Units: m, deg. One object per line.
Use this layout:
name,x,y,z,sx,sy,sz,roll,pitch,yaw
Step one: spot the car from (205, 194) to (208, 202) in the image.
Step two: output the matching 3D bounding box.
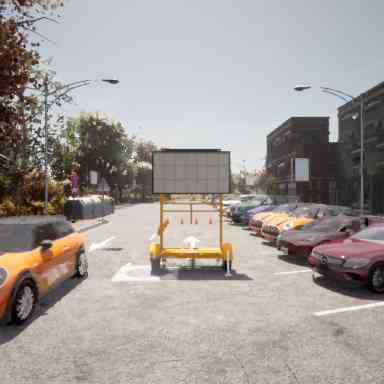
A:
car,5.135,1.613,59.608,5.366,1.575,1.946,1,0,-20

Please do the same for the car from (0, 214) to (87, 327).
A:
car,-3.869,1.353,7.061,2.097,1.767,4.553,0,0,0

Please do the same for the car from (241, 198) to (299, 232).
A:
car,5.323,1.369,17.638,4.553,1.767,2.185,1,0,-20

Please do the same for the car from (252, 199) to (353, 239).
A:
car,5.321,1.366,14.637,4.553,1.767,2.185,1,0,-20

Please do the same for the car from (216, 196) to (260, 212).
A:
car,5.286,1.414,38.643,4.553,1.767,2.185,1,0,-20

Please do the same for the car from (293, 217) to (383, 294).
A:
car,5.291,1.527,8.625,4.674,1.452,2.002,1,0,-20

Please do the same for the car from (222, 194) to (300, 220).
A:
car,5.286,1.252,23.613,5.566,2.045,2.435,1,0,-20

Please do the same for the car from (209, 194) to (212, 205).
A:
car,5.358,1.447,47.662,4.553,1.767,2.185,1,0,-20

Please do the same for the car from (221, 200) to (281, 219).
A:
car,5.276,1.545,29.628,4.792,1.488,2.163,1,0,-20

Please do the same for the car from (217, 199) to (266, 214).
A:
car,5.288,1.560,35.629,4.792,1.488,2.163,1,0,-20

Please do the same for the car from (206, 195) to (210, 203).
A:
car,5.315,1.583,50.664,5.008,1.535,2.097,1,-1,-20

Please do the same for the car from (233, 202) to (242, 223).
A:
car,5.289,1.538,20.634,4.674,1.452,2.002,1,0,-20

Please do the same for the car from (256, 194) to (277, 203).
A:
car,18.258,1.464,81.713,2.435,2.045,5.566,0,0,-21

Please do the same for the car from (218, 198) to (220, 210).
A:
car,5.127,1.503,26.570,5.366,1.575,1.946,1,0,-20

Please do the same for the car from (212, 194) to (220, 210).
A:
car,5.287,1.271,32.630,5.566,2.045,2.435,1,0,-20

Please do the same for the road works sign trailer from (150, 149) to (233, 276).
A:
road works sign trailer,-0.021,0.467,10.336,2.380,3.560,2.880,0,0,0

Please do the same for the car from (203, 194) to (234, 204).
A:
car,5.315,1.392,65.702,5.566,2.045,2.435,1,0,-20

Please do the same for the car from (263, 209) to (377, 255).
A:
car,5.260,1.518,11.616,4.792,1.488,2.163,1,0,-20
